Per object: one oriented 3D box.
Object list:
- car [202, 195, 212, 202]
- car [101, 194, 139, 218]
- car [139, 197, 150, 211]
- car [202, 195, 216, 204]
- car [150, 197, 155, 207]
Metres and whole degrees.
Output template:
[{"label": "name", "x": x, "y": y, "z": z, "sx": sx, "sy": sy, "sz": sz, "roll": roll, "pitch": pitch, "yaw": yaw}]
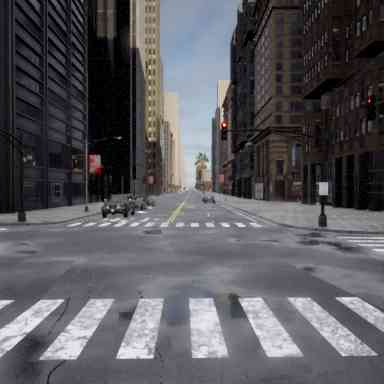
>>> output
[{"label": "car", "x": 3.195, "y": 1.416, "z": 70.968, "sx": 1.812, "sy": 1.442, "sz": 4.674, "roll": 0, "pitch": 0, "yaw": 0}, {"label": "car", "x": -6.646, "y": 1.191, "z": 30.607, "sx": 2.150, "sy": 2.045, "sz": 5.566, "roll": 0, "pitch": 0, "yaw": 0}, {"label": "car", "x": -6.653, "y": 1.456, "z": 40.481, "sx": 1.837, "sy": 1.490, "sz": 4.892, "roll": 0, "pitch": 0, "yaw": 0}, {"label": "car", "x": 3.250, "y": 1.438, "z": 61.047, "sx": 1.812, "sy": 1.442, "sz": 4.674, "roll": 0, "pitch": 0, "yaw": 0}, {"label": "car", "x": -6.677, "y": 1.497, "z": 50.504, "sx": 1.994, "sy": 1.385, "sz": 4.181, "roll": 0, "pitch": 0, "yaw": -1}]
